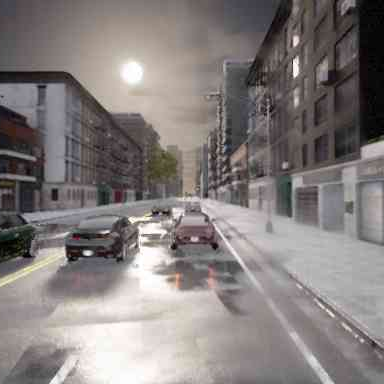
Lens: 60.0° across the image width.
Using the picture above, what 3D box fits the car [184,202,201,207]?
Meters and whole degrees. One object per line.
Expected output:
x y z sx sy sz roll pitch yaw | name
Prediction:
0.111 1.832 38.111 2.033 1.411 5.357 0 0 0 | car

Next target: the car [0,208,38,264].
-6.592 1.425 10.067 2.097 1.767 4.553 0 0 0 | car

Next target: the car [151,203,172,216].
-3.139 1.865 35.476 1.895 1.301 4.718 0 0 0 | car

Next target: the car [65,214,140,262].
-3.147 1.597 12.486 1.837 1.490 4.892 0 0 0 | car

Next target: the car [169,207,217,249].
0.105 1.634 14.954 1.812 1.442 4.674 0 0 0 | car
